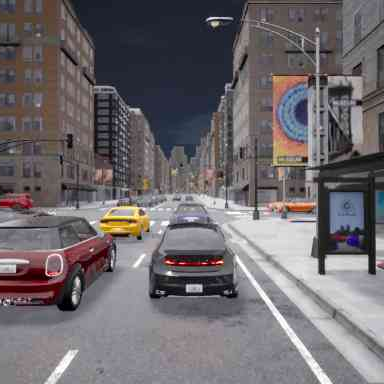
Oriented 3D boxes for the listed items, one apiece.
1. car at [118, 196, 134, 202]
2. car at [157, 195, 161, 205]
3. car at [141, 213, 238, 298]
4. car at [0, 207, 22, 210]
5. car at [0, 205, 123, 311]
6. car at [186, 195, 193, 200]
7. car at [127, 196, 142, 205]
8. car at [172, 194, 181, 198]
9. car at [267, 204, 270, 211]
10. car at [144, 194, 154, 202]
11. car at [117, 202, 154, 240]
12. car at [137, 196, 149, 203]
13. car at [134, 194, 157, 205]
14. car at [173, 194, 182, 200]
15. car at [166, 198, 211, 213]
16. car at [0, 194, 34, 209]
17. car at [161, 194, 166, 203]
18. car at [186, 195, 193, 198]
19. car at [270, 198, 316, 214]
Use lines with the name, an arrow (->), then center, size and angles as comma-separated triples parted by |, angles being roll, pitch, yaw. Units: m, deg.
car -> -10.249, 1.583, 51.331 | 1.994, 1.385, 4.181 | 0, 0, 0
car -> -7.045, 1.544, 58.884 | 1.812, 1.442, 4.674 | 0, 0, 0
car -> 0.015, 1.508, 8.477 | 1.837, 1.490, 4.892 | 0, 0, -1
car -> -6.592, 1.511, 12.569 | 1.837, 1.490, 4.892 | 0, 0, 1
car -> -3.228, 1.355, 7.904 | 2.097, 1.767, 4.553 | 0, 0, -1
car -> -0.717, 1.531, 92.742 | 2.128, 1.511, 4.902 | 0, 0, 0
car -> -10.291, 1.523, 60.152 | 1.837, 1.490, 4.892 | 0, 0, 0
car -> -3.886, 1.603, 81.977 | 1.895, 1.301, 4.718 | 0, 0, 0
car -> 11.148, 1.477, 39.015 | 4.553, 1.767, 2.097 | 0, -1, -1
car -> -10.375, 1.372, 80.514 | 2.097, 1.767, 4.553 | 0, 0, 0
car -> -3.297, 1.484, 17.039 | 1.882, 1.535, 5.008 | 0, 0, -1
car -> -10.297, 1.614, 70.200 | 1.895, 1.301, 4.718 | 0, 0, 0
car -> -6.991, 1.370, 50.308 | 2.097, 1.767, 4.553 | 0, 0, 0
car -> -3.962, 1.364, 91.949 | 2.128, 1.511, 4.902 | 0, 0, 0
car -> -0.051, 1.359, 17.427 | 2.097, 1.767, 4.553 | 0, 0, 0
car -> -21.350, 1.239, 38.656 | 5.566, 2.045, 2.150 | 0, -1, -1
car -> -7.037, 1.583, 68.892 | 1.994, 1.385, 4.181 | 0, 0, 0
car -> -0.641, 1.540, 82.641 | 2.128, 1.511, 4.902 | 0, 0, 0
car -> 11.206, 1.434, 35.767 | 4.553, 1.767, 2.097 | 0, -1, -1
